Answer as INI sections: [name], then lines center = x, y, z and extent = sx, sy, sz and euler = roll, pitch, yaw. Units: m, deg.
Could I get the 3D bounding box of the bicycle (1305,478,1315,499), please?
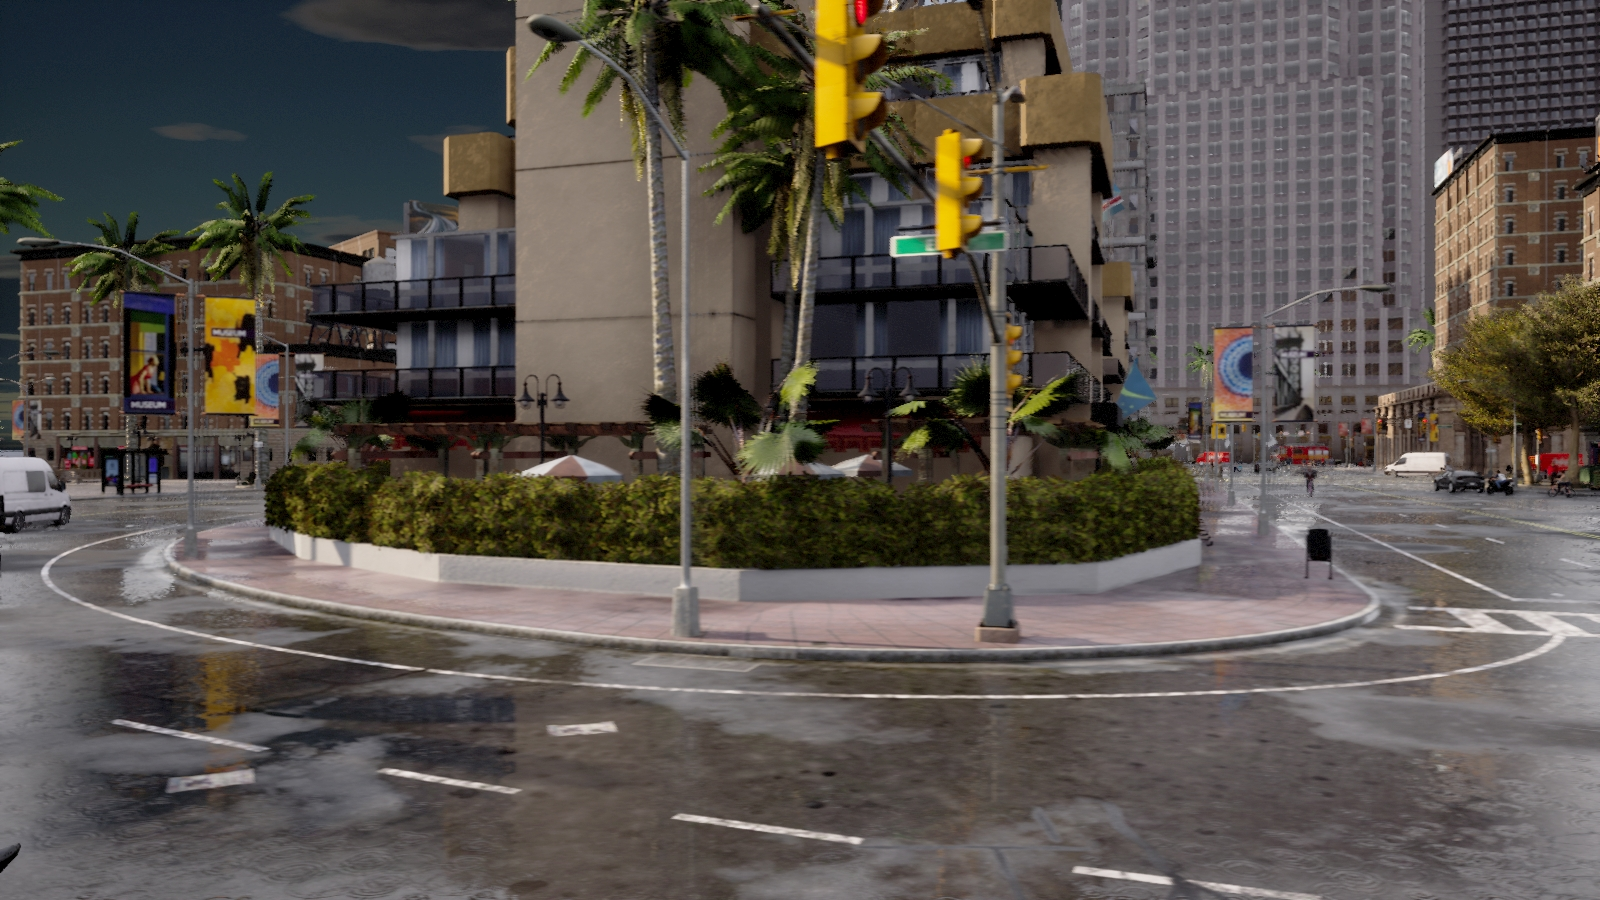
[bicycle]
center = 29.768, 2.212, 66.702
extent = 0.329, 1.171, 1.835
euler = 0, 0, 18

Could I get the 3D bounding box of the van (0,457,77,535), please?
[van]
center = -27.890, 1.539, 40.390
extent = 1.988, 2.561, 5.915
euler = 0, 0, -12

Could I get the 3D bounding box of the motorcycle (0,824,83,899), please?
[motorcycle]
center = -4.114, 2.214, 4.834
extent = 2.033, 1.145, 0.803
euler = 0, 0, 23

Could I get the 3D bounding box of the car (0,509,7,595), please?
[car]
center = -17.106, 2.041, 22.998
extent = 1.845, 1.501, 3.633
euler = 0, 0, -34
